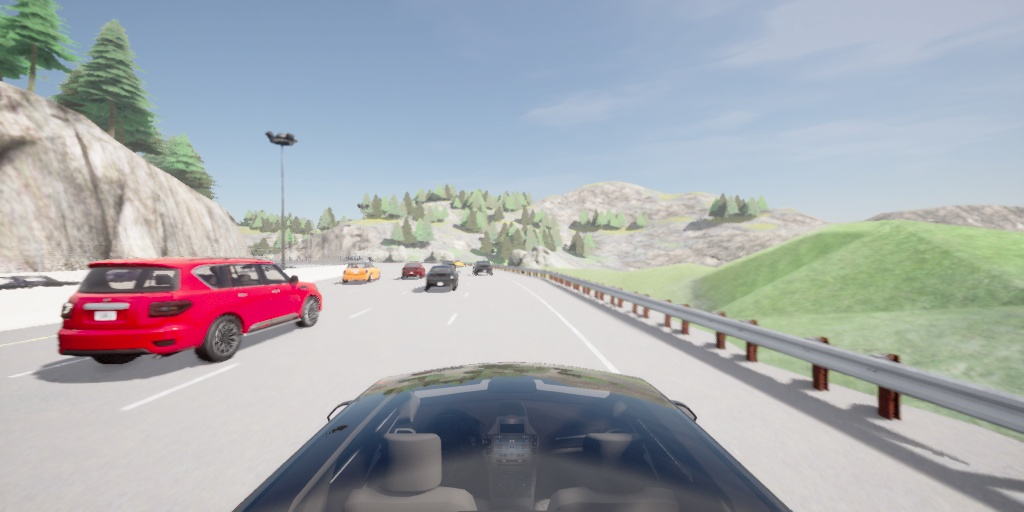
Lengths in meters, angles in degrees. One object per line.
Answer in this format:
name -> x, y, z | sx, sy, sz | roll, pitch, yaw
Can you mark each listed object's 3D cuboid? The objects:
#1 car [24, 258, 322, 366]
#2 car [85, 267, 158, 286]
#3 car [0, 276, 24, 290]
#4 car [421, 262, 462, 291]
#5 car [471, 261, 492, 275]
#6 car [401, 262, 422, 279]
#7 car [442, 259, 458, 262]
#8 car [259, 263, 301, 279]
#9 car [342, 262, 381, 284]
car -> -6.731, 1.062, 8.497 | 2.150, 2.045, 5.566 | 0, 0, -3
car -> -34.155, 1.735, 31.582 | 1.812, 1.442, 4.674 | -1, 0, -10
car -> -25.304, 1.690, 18.056 | 1.895, 1.301, 4.718 | -1, 0, -5
car -> -4.335, 1.317, 22.632 | 1.837, 1.490, 4.892 | 0, 0, -7
car -> -3.321, 1.307, 39.595 | 1.837, 1.490, 4.892 | 0, 0, -12
car -> -9.468, 1.361, 34.576 | 1.882, 1.535, 5.008 | 0, 0, -11
car -> -8.802, 1.383, 48.485 | 1.837, 1.490, 4.892 | 0, 0, -15
car -> -24.835, 1.579, 38.684 | 2.128, 1.511, 4.902 | -1, 0, -11
car -> -12.271, 1.271, 29.478 | 2.097, 1.767, 4.553 | -1, 0, -9
